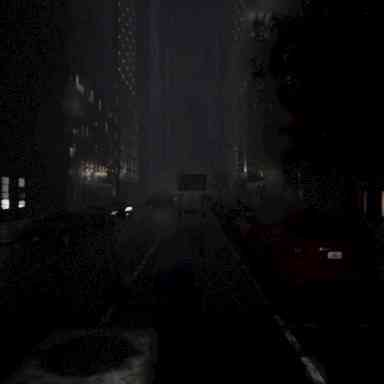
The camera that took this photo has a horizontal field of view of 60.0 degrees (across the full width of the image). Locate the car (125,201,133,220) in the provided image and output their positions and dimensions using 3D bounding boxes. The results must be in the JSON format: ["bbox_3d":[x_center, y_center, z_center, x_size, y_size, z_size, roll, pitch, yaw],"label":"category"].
[{"bbox_3d":[-5.683,1.376,25.695,2.008,1.369,4.403,0,0,0],"label":"car"}]

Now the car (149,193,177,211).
[{"bbox_3d":[-3.093,1.235,36.762,2.128,1.511,4.902,0,0,0],"label":"car"}]

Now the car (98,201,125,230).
[{"bbox_3d":[-5.684,1.416,20.020,2.008,1.369,4.403,0,0,0],"label":"car"}]

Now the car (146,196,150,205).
[{"bbox_3d":[-5.681,1.195,48.398,1.887,1.381,4.507,0,0,0],"label":"car"}]

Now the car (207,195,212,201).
[{"bbox_3d":[2.698,1.308,31.533,1.752,1.417,4.829,0,0,0],"label":"car"}]

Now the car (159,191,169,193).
[{"bbox_3d":[-5.679,0.996,59.749,1.967,1.590,4.097,0,0,0],"label":"car"}]

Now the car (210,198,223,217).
[{"bbox_3d":[2.697,1.376,25.687,2.008,1.369,4.403,0,0,0],"label":"car"}]

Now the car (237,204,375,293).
[{"bbox_3d":[2.697,1.258,8.663,2.192,1.841,5.009,0,0,0],"label":"car"}]

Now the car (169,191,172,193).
[{"bbox_3d":[-5.677,0.822,65.423,2.192,1.841,5.009,0,0,0],"label":"car"}]

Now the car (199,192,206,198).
[{"bbox_3d":[2.704,0.825,88.279,1.752,1.417,4.829,1,1,0],"label":"car"}]

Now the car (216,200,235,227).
[{"bbox_3d":[2.697,1.411,20.013,1.887,1.381,4.507,0,0,0],"label":"car"}]

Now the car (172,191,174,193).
[{"bbox_3d":[-5.679,0.989,76.775,1.802,1.307,4.206,1,1,0],"label":"car"}]

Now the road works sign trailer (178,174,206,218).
[{"bbox_3d":[0.002,0.276,27.590,2.380,3.560,2.880,0,0,0],"label":"road works sign trailer"}]

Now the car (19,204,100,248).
[{"bbox_3d":[-5.684,1.450,14.344,1.887,1.381,4.507,0,0,0],"label":"car"}]

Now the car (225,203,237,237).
[{"bbox_3d":[2.696,1.429,14.508,1.752,1.417,4.829,0,0,0],"label":"car"}]

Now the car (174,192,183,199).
[{"bbox_3d":[-2.995,0.778,77.271,2.128,1.511,4.902,0,1,0],"label":"car"}]

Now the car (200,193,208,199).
[{"bbox_3d":[2.702,0.989,76.760,1.802,1.307,4.206,1,1,0],"label":"car"}]

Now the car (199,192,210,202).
[{"bbox_3d":[2.701,1.122,59.737,1.947,1.339,4.313,0,0,0],"label":"car"}]

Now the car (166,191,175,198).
[{"bbox_3d":[-5.675,0.616,88.124,2.192,1.841,5.009,1,1,0],"label":"car"}]
